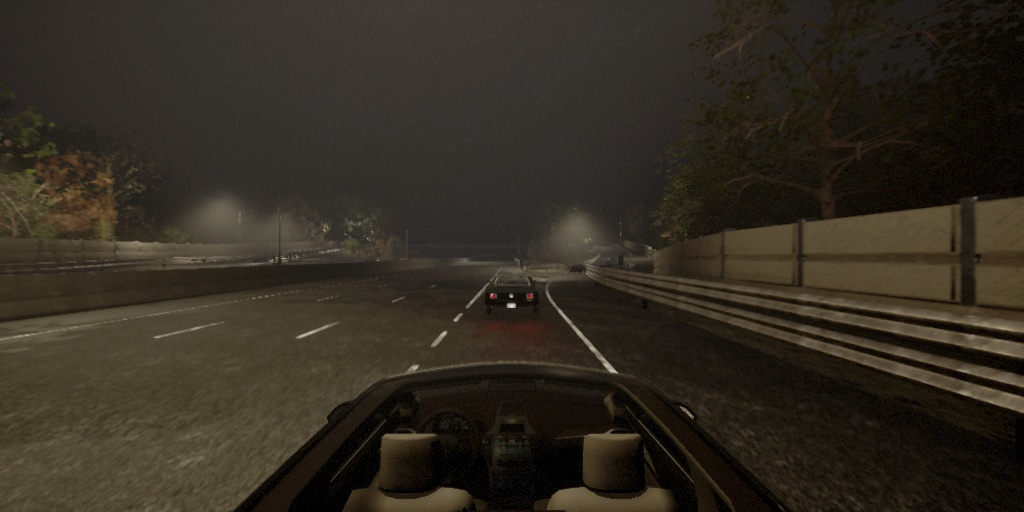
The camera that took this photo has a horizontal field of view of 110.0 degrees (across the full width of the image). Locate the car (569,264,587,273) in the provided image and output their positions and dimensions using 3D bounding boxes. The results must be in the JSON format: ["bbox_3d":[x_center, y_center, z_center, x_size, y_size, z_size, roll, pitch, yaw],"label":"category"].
[{"bbox_3d":[10.132,1.921,55.159,1.812,1.442,4.674,0,-1,25],"label":"car"}]

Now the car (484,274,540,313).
[{"bbox_3d":[0.029,1.362,14.124,1.895,1.301,4.718,0,0,1],"label":"car"}]
